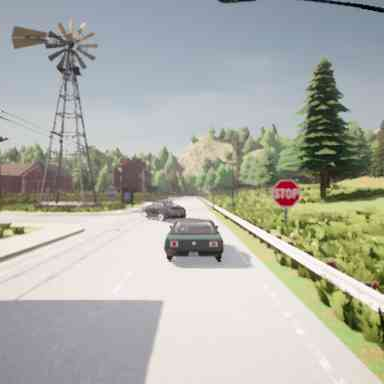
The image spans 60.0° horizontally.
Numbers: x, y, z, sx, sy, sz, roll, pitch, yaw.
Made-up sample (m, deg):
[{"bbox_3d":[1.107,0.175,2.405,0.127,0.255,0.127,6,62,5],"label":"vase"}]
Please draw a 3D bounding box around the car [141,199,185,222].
[{"bbox_3d":[-2.407,1.537,26.798,2.128,1.511,4.902,1,0,-35],"label":"car"}]

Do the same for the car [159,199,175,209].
[{"bbox_3d":[-3.575,1.679,47.449,1.895,1.301,4.718,0,0,0],"label":"car"}]

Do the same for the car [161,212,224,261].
[{"bbox_3d":[0.072,1.621,12.350,1.895,1.301,4.718,0,0,0],"label":"car"}]
